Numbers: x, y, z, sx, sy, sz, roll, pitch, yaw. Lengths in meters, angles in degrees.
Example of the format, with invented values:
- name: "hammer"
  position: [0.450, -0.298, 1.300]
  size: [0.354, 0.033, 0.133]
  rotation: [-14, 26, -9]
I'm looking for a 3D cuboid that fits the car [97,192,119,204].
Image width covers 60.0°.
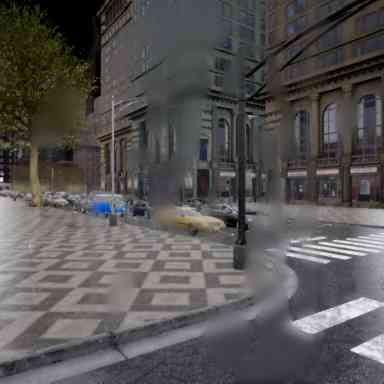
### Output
- name: "car"
  position: [-12.784, 0.880, 50.386]
  size: [1.967, 1.590, 4.097]
  rotation: [1, 0, -35]

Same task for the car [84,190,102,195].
- name: "car"
  position: [-9.190, 0.870, 35.132]
  size: [2.150, 2.045, 5.566]
  rotation: [0, 1, -35]

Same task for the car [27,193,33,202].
- name: "car"
  position: [-22.986, 0.910, 50.048]
  size: [2.008, 1.369, 4.403]
  rotation: [1, 0, -35]

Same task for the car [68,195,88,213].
- name: "car"
  position: [-10.019, 1.230, 31.694]
  size: [2.008, 1.369, 4.403]
  rotation: [1, 0, -35]

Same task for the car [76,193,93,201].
- name: "car"
  position: [-19.269, 0.861, 59.560]
  size: [1.802, 1.307, 4.206]
  rotation: [1, 0, -35]

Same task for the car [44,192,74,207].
- name: "car"
  position: [-16.405, 1.051, 40.734]
  size: [1.752, 1.417, 4.829]
  rotation: [1, 0, -35]

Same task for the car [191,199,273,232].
- name: "car"
  position: [2.348, 1.370, 18.781]
  size: [2.128, 1.511, 4.902]
  rotation: [0, 1, -35]

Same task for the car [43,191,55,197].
- name: "car"
  position: [-35.476, 0.471, 82.496]
  size: [1.802, 1.307, 4.206]
  rotation: [1, 0, -35]

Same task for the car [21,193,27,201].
- name: "car"
  position: [-26.227, 0.830, 54.636]
  size: [2.008, 1.369, 4.403]
  rotation: [1, 0, -35]

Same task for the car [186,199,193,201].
- name: "car"
  position: [0.180, 1.315, 32.033]
  size: [1.947, 1.339, 4.313]
  rotation: [1, 0, -35]

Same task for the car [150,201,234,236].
- name: "car"
  position: [-0.194, 1.398, 17.787]
  size: [1.752, 1.417, 4.829]
  rotation: [1, 0, -35]

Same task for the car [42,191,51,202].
- name: "car"
  position: [-19.744, 0.992, 45.461]
  size: [2.008, 1.369, 4.403]
  rotation: [1, 0, -35]

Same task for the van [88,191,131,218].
- name: "van"
  position: [-6.775, 1.091, 27.105]
  size: [1.690, 1.788, 3.998]
  rotation: [1, 0, -35]

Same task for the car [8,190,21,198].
- name: "car"
  position: [-35.950, 0.483, 68.398]
  size: [1.967, 1.590, 4.097]
  rotation: [1, 0, -35]

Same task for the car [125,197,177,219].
- name: "car"
  position: [-3.374, 1.338, 26.890]
  size: [1.994, 1.385, 4.181]
  rotation: [0, 1, -35]

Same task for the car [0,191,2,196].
- name: "car"
  position: [-45.676, 0.254, 82.162]
  size: [1.967, 1.590, 4.097]
  rotation: [1, 0, -35]

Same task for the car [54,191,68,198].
- name: "car"
  position: [-28.992, 0.587, 73.321]
  size: [1.887, 1.381, 4.507]
  rotation: [1, 0, -35]

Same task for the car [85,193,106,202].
- name: "car"
  position: [-16.027, 0.910, 54.973]
  size: [2.008, 1.369, 4.403]
  rotation: [1, 0, -35]

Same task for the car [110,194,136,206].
- name: "car"
  position: [-9.544, 1.073, 45.799]
  size: [2.008, 1.369, 4.403]
  rotation: [1, 0, -35]

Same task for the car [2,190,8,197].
- name: "car"
  position: [-42.434, 0.330, 77.574]
  size: [1.967, 1.590, 4.097]
  rotation: [1, 0, -35]

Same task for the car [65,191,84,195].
- name: "car"
  position: [-15.072, 1.029, 43.531]
  size: [1.812, 1.442, 4.674]
  rotation: [0, 1, -34]
